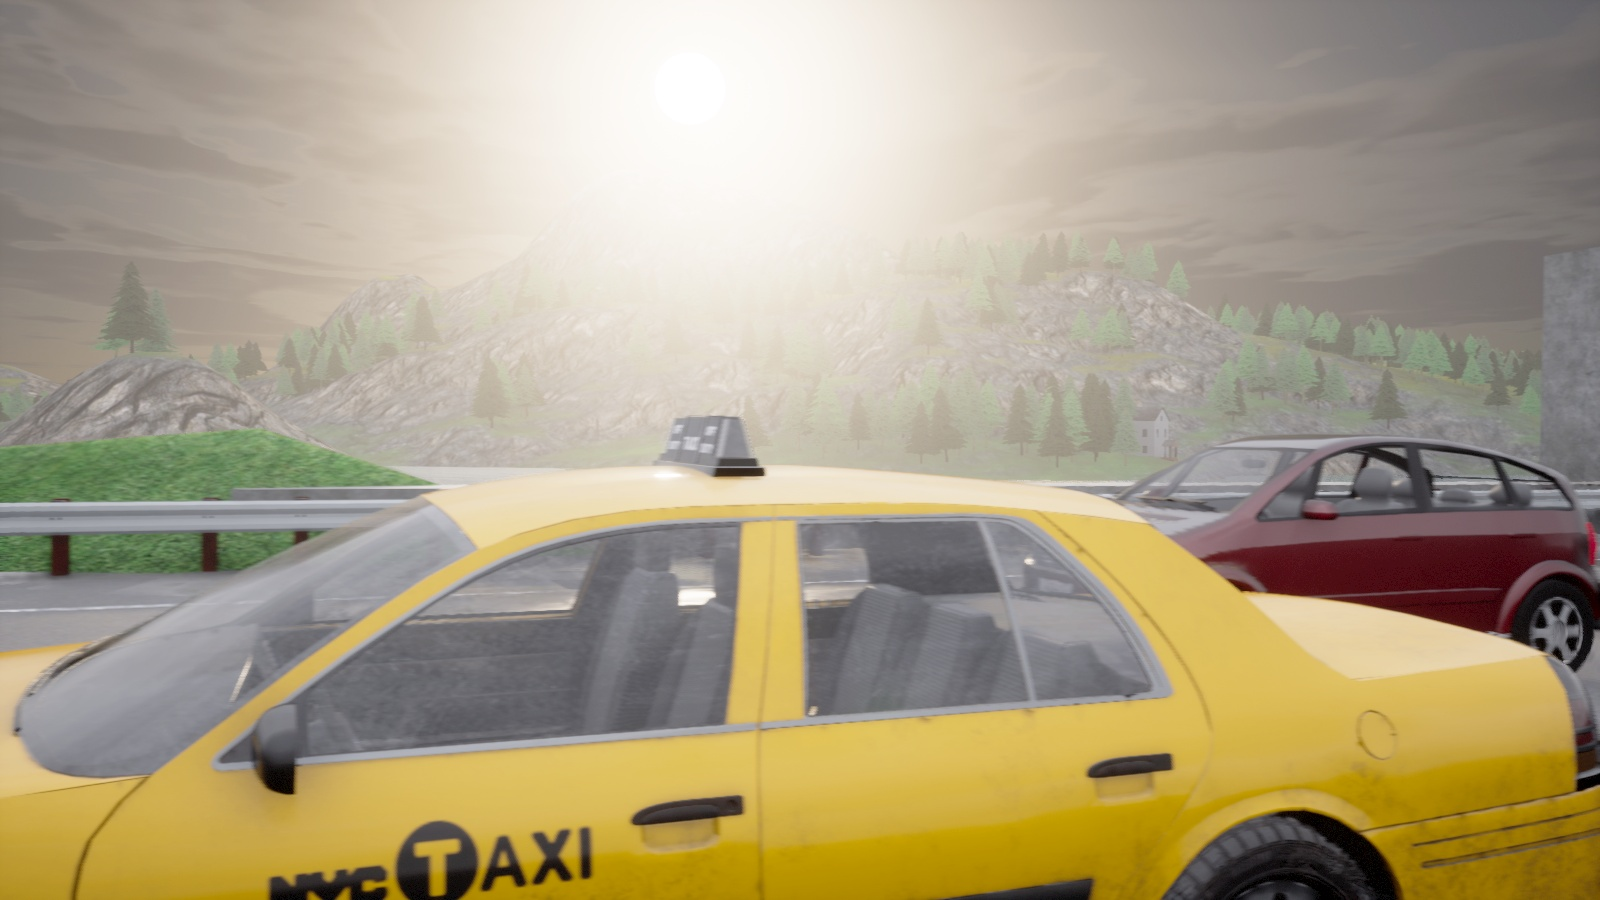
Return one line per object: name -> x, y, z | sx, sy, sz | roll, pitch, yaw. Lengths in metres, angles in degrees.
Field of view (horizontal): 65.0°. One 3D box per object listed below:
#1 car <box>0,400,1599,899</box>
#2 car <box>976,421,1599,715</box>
car -> -0.397, 0.689, 3.112 | 5.366, 1.575, 1.801 | -1, 1, -21
car -> 3.228, 0.607, 8.166 | 3.705, 1.549, 1.789 | -1, 1, -19
